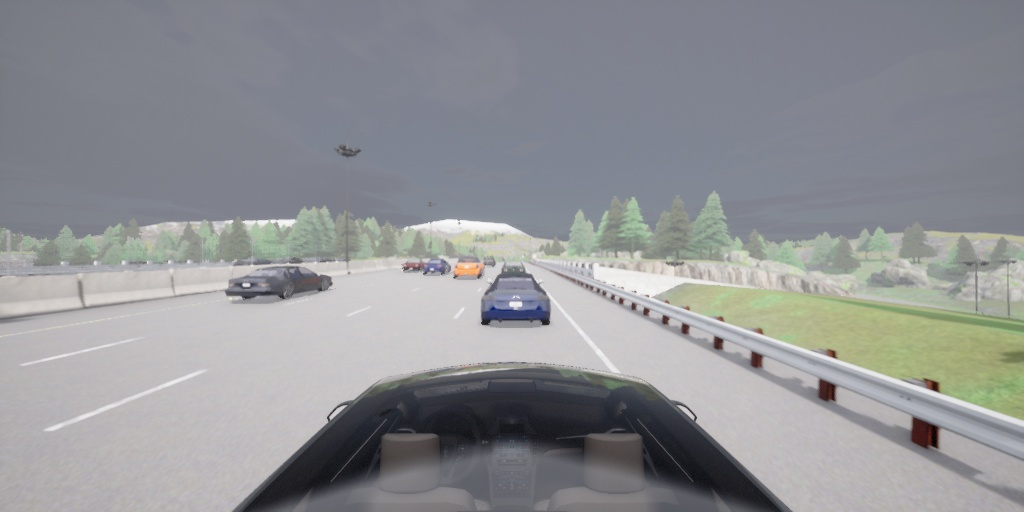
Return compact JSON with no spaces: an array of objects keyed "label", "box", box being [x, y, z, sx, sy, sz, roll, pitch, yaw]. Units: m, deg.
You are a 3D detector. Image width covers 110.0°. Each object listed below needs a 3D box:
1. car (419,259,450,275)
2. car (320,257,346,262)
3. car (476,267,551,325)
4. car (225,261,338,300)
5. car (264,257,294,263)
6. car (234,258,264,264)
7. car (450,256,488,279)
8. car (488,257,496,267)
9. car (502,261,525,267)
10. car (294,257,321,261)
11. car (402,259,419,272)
[{"label":"car","box":[-6.889,0.974,33.213,1.812,1.442,4.674,0,1,0]},{"label":"car","box":[-21.063,0.947,43.918,1.994,1.385,4.181,0,0,0]},{"label":"car","box":[0.103,1.221,11.462,1.994,1.385,4.181,0,1,0]},{"label":"car","box":[-10.395,1.155,16.532,2.033,1.411,5.357,0,1,0]},{"label":"car","box":[-28.052,0.885,44.842,1.837,1.490,4.892,0,0,0]},{"label":"car","box":[-31.550,0.928,44.165,2.033,1.411,5.357,0,0,0]},{"label":"car","box":[-3.391,0.839,29.104,2.097,1.767,4.553,0,1,0]},{"label":"car","box":[-3.380,0.872,53.433,2.128,1.511,4.902,0,0,0]},{"label":"car","box":[0.111,1.086,29.302,1.895,1.301,4.718,0,1,0]},{"label":"car","box":[-24.554,0.871,45.115,2.128,1.511,4.902,0,0,0]},{"label":"car","box":[-10.385,1.004,39.128,1.895,1.301,4.718,0,0,0]}]
